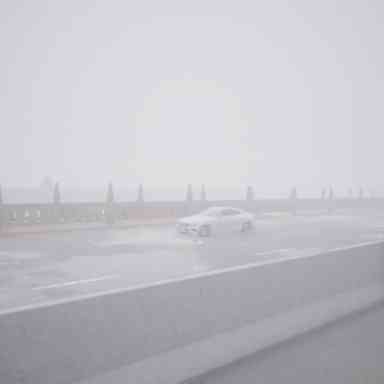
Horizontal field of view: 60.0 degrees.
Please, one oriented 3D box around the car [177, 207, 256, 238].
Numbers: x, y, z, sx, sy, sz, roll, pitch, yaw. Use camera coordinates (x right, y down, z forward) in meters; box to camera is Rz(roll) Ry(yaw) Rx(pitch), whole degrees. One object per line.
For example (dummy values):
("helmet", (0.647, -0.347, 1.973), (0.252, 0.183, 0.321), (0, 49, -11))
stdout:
("car", (1.404, 1.526, 17.871), (4.674, 1.442, 1.812), (0, 0, -36))
